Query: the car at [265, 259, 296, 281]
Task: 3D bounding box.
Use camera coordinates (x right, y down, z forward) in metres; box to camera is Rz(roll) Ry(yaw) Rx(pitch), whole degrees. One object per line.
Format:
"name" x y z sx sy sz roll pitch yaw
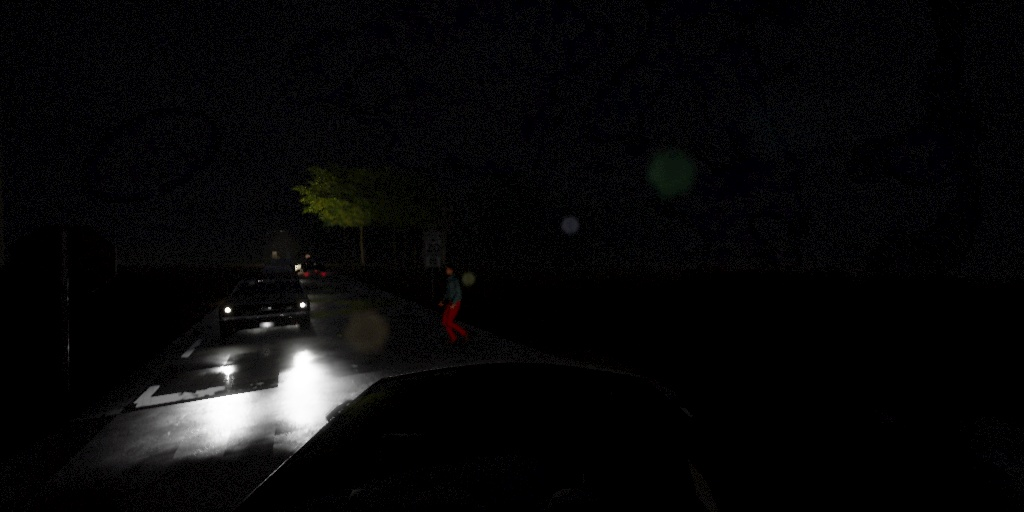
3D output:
"car" -18.313 1.025 28.497 1.882 1.535 5.008 0 0 -32

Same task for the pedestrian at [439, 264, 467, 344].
"pedestrian" -1.290 0.987 7.840 0.375 1.860 0.375 0 1 -32

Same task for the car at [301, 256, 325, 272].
"car" -22.466 0.878 40.662 2.097 1.767 4.553 0 0 -31

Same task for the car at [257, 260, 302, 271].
"car" -12.312 1.118 18.893 1.812 1.442 4.674 0 0 -32

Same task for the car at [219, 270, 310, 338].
"car" -6.872 1.267 10.204 1.895 1.301 4.718 0 1 -32
